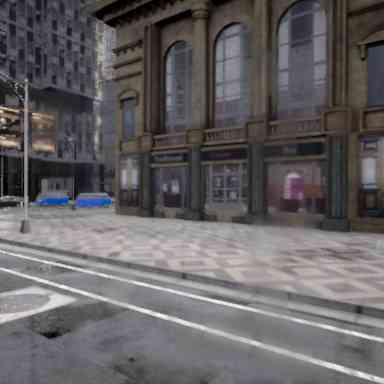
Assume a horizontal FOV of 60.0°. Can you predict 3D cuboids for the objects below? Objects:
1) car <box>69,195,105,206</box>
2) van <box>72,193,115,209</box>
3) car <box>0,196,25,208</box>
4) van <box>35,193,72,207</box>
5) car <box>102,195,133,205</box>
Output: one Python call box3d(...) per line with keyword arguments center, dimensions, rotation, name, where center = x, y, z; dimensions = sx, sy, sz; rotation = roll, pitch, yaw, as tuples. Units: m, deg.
box3d(center=(-14.833, 1.147, 47.239), dimensions=(1.752, 1.417, 4.829), rotation=(1, 0, 36), name="car")
box3d(center=(-11.095, 1.032, 37.837), dimensions=(1.690, 1.788, 3.998), rotation=(1, 0, 36), name="van")
box3d(center=(-21.298, 1.193, 38.257), dimensions=(2.008, 1.369, 4.403), rotation=(1, 0, 36), name="car")
box3d(center=(-18.014, 0.973, 42.816), dimensions=(1.690, 1.788, 3.998), rotation=(1, 0, 36), name="van")
box3d(center=(-11.550, 1.137, 51.799), dimensions=(1.752, 1.417, 4.829), rotation=(1, 0, 36), name="car")
